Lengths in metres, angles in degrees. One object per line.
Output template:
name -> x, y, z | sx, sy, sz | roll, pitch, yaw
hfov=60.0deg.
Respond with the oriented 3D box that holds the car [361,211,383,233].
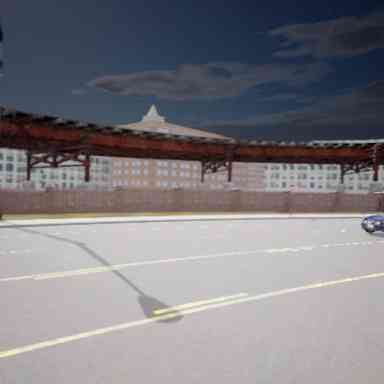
car -> 10.811, 1.414, 16.658 | 4.674, 1.442, 1.812 | 1, 1, -17
